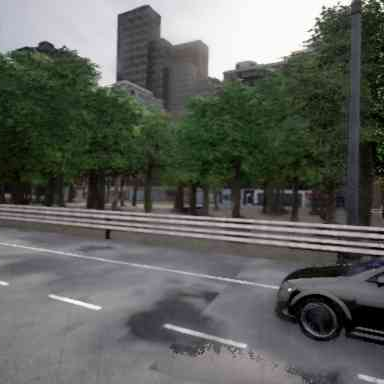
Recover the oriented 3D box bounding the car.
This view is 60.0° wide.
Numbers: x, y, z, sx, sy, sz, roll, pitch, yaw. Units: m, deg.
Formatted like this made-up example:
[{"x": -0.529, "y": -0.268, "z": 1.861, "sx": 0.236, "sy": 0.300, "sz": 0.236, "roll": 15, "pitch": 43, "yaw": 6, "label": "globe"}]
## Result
[{"x": 3.561, "y": 1.710, "z": 5.443, "sx": 4.181, "sy": 1.385, "sz": 1.994, "roll": 1, "pitch": -1, "yaw": 30, "label": "car"}]
